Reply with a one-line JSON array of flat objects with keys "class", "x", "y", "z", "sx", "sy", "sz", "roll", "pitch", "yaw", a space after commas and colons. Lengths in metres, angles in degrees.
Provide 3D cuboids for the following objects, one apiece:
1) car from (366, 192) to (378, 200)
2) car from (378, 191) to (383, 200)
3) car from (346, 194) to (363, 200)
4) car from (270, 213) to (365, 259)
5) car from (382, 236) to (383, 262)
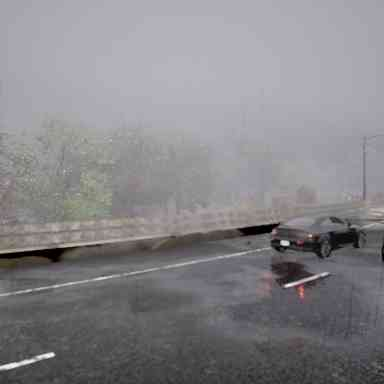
[{"class": "car", "x": 43.238, "y": 1.005, "z": 82.183, "sx": 2.097, "sy": 1.767, "sz": 4.553, "roll": 0, "pitch": 0, "yaw": 3}, {"class": "car", "x": 46.728, "y": 0.856, "z": 81.948, "sx": 2.150, "sy": 2.045, "sz": 5.566, "roll": 0, "pitch": 0, "yaw": 3}, {"class": "car", "x": 39.753, "y": 1.170, "z": 82.509, "sx": 1.837, "sy": 1.490, "sz": 4.892, "roll": 0, "pitch": 0, "yaw": 3}, {"class": "car", "x": 4.796, "y": 1.505, "z": 12.525, "sx": 4.674, "sy": 1.442, "sz": 1.812, "roll": -1, "pitch": 0, "yaw": -41}, {"class": "car", "x": 7.858, "y": 1.315, "z": 10.566, "sx": 4.553, "sy": 1.767, "sz": 2.097, "roll": 0, "pitch": 0, "yaw": -42}]
